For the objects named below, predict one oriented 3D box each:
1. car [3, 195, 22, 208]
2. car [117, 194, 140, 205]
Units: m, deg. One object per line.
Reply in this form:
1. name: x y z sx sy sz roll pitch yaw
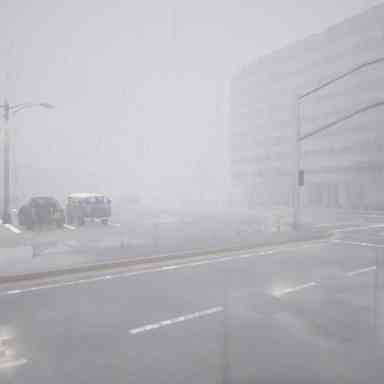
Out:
1. car: -29.340 1.205 53.849 1.932 1.855 4.605 0 0 -35
2. car: -11.314 1.379 58.758 2.150 2.045 5.566 0 0 -35
